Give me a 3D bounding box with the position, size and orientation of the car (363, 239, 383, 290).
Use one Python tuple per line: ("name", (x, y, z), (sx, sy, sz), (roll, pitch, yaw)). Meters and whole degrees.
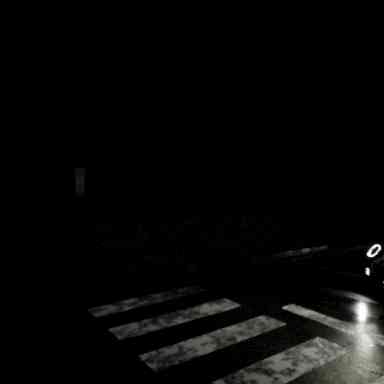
("car", (6.036, 1.316, 7.747), (4.553, 1.767, 2.097), (0, 1, -33))
